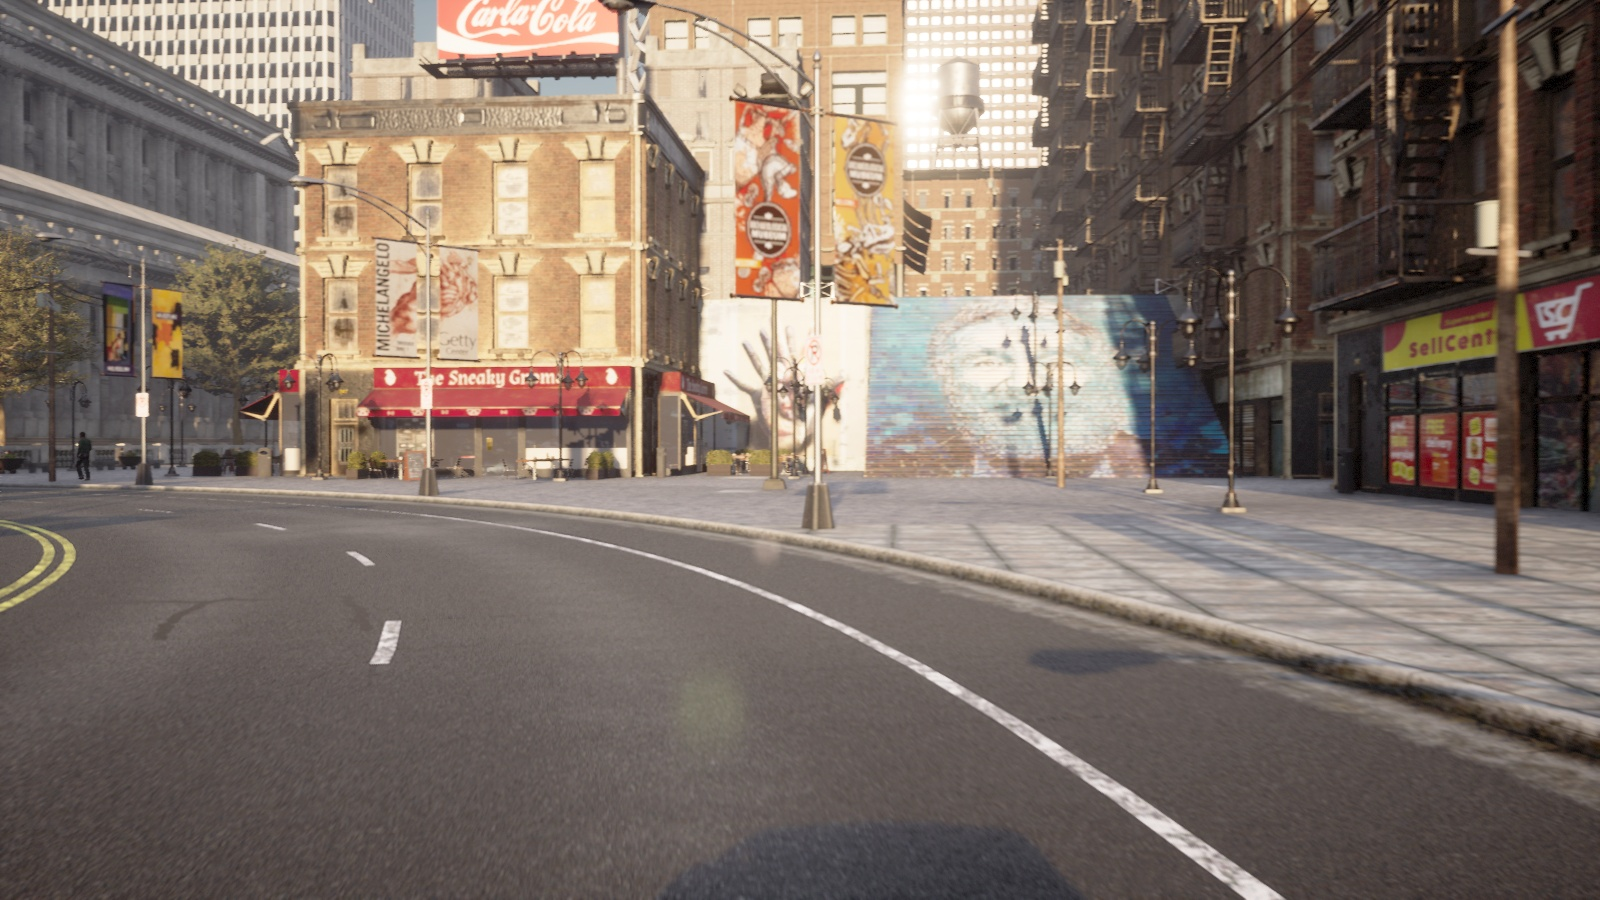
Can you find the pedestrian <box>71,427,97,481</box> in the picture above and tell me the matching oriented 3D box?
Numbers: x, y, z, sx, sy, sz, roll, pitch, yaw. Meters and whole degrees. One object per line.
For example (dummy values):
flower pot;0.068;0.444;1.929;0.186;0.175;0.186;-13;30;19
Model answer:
pedestrian;-26.085;0.152;45.749;0.788;1.949;0.423;0;0;23
